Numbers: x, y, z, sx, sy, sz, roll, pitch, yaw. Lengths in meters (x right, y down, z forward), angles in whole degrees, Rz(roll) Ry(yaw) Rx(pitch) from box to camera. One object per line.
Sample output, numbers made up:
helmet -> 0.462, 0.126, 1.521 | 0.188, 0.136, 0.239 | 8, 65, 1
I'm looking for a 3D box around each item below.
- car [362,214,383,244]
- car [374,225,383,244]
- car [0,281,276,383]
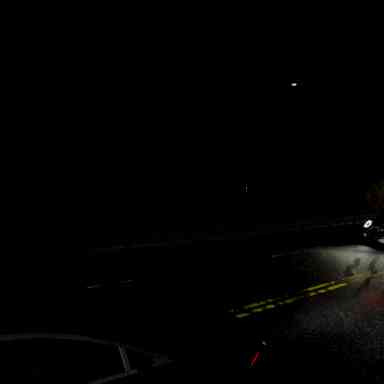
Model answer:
car -> 9.415, 1.362, 14.443 | 4.553, 1.767, 2.097 | 0, 0, -35
car -> 6.637, 1.569, 8.308 | 4.181, 1.385, 1.994 | 0, 0, -37
car -> -1.434, 1.492, 2.440 | 4.902, 1.511, 2.128 | 0, 0, -36
